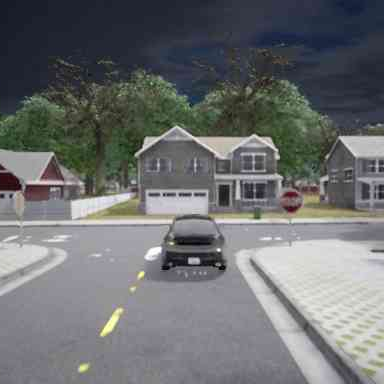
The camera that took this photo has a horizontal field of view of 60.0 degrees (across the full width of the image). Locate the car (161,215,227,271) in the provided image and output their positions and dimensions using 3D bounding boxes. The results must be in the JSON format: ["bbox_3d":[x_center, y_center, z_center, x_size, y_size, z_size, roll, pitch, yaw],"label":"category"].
[{"bbox_3d":[0.062,1.498,10.858,1.837,1.490,4.892,0,0,0],"label":"car"}]
